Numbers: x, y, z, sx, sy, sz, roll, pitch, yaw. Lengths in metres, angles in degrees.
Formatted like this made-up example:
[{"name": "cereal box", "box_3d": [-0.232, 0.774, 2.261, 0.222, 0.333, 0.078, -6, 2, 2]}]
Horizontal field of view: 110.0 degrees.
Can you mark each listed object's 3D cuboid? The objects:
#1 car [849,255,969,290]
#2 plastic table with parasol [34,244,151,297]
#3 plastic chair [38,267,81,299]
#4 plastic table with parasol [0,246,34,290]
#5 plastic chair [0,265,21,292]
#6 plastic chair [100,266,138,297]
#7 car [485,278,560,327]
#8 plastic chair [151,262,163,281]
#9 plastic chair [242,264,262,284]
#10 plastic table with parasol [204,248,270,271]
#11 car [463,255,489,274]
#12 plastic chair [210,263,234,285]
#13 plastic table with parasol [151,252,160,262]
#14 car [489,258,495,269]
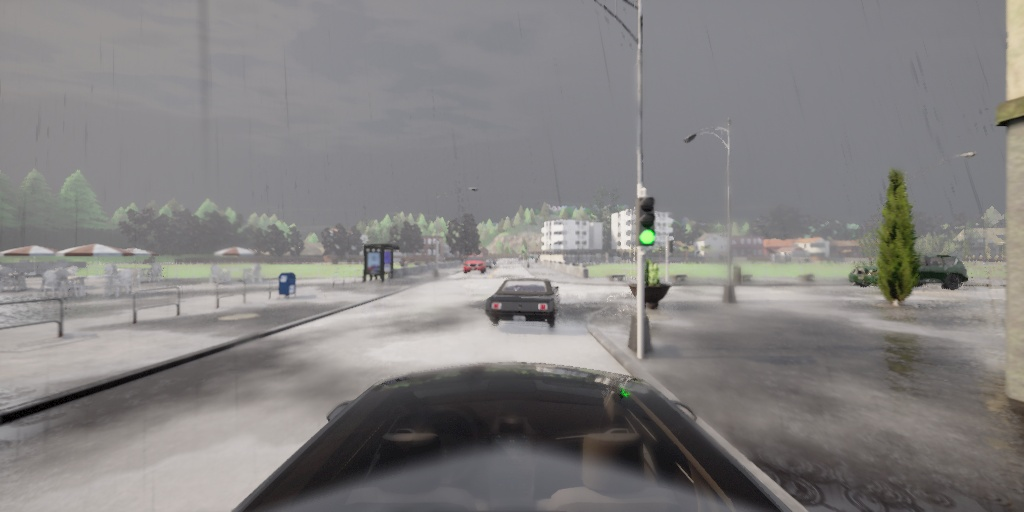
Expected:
[{"name": "car", "box_3d": [23.725, 0.950, 21.533, 5.566, 2.045, 2.150, 0, 0, 0]}, {"name": "plastic table with parasol", "box_3d": [-19.924, 0.658, 17.193, 2.482, 2.480, 2.482, 0, 0, 0]}, {"name": "plastic chair", "box_3d": [-20.004, 1.264, 15.873, 0.750, 1.272, 0.730, 0, 0, 0]}, {"name": "plastic table with parasol", "box_3d": [-26.904, 0.655, 20.223, 2.482, 2.480, 2.482, 0, 0, 0]}, {"name": "plastic chair", "box_3d": [-27.004, 1.260, 18.973, 0.750, 1.272, 0.730, 0, 0, 0]}, {"name": "plastic chair", "box_3d": [-18.704, 1.262, 17.074, 0.730, 1.272, 0.750, 0, 0, 0]}, {"name": "car", "box_3d": [0.569, 1.340, 11.534, 1.895, 1.301, 4.718, 0, 0, 9]}, {"name": "plastic chair", "box_3d": [-26.604, 1.252, 26.373, 0.730, 1.272, 0.750, 0, 0, 0]}, {"name": "plastic chair", "box_3d": [-17.904, 1.254, 24.874, 0.730, 1.272, 0.750, 0, 0, 0]}, {"name": "plastic table with parasol", "box_3d": [-19.174, 0.650, 25.014, 2.482, 2.480, 2.482, 0, 0, 0]}, {"name": "car", "box_3d": [-4.094, 0.930, 40.305, 2.150, 2.045, 5.566, 0, 0, 0]}, {"name": "plastic chair", "box_3d": [-19.204, 1.255, 23.674, 0.750, 1.272, 0.730, 0, 0, 0]}, {"name": "plastic table with parasol", "box_3d": [-27.804, 0.648, 26.423, 2.482, 2.480, 2.482, 0, 0, 0]}, {"name": "car", "box_3d": [-4.079, 1.219, 54.944, 1.812, 1.442, 4.674, 0, 1, 0]}]
